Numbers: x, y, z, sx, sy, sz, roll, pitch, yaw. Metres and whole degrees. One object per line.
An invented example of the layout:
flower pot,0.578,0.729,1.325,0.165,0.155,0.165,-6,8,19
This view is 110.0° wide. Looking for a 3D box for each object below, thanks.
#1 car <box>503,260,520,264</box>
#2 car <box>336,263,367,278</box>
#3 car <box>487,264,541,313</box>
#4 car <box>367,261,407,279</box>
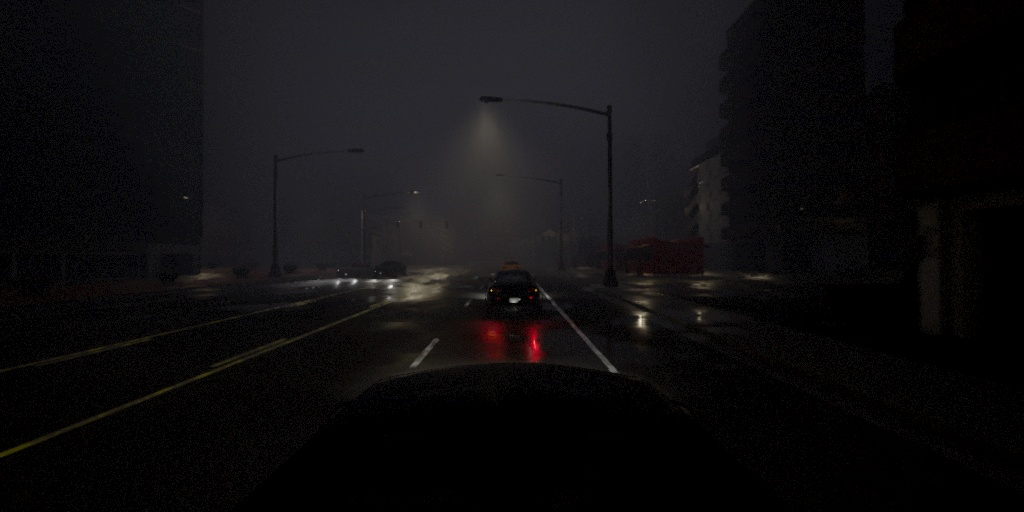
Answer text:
car,-0.055,1.094,31.395,1.882,1.535,5.008,0,0,0
car,-14.177,1.265,32.839,1.895,1.301,4.718,0,0,0
car,0.045,1.221,13.632,1.812,1.442,4.674,0,0,0
car,-10.684,1.163,31.599,1.837,1.490,4.892,0,0,0
